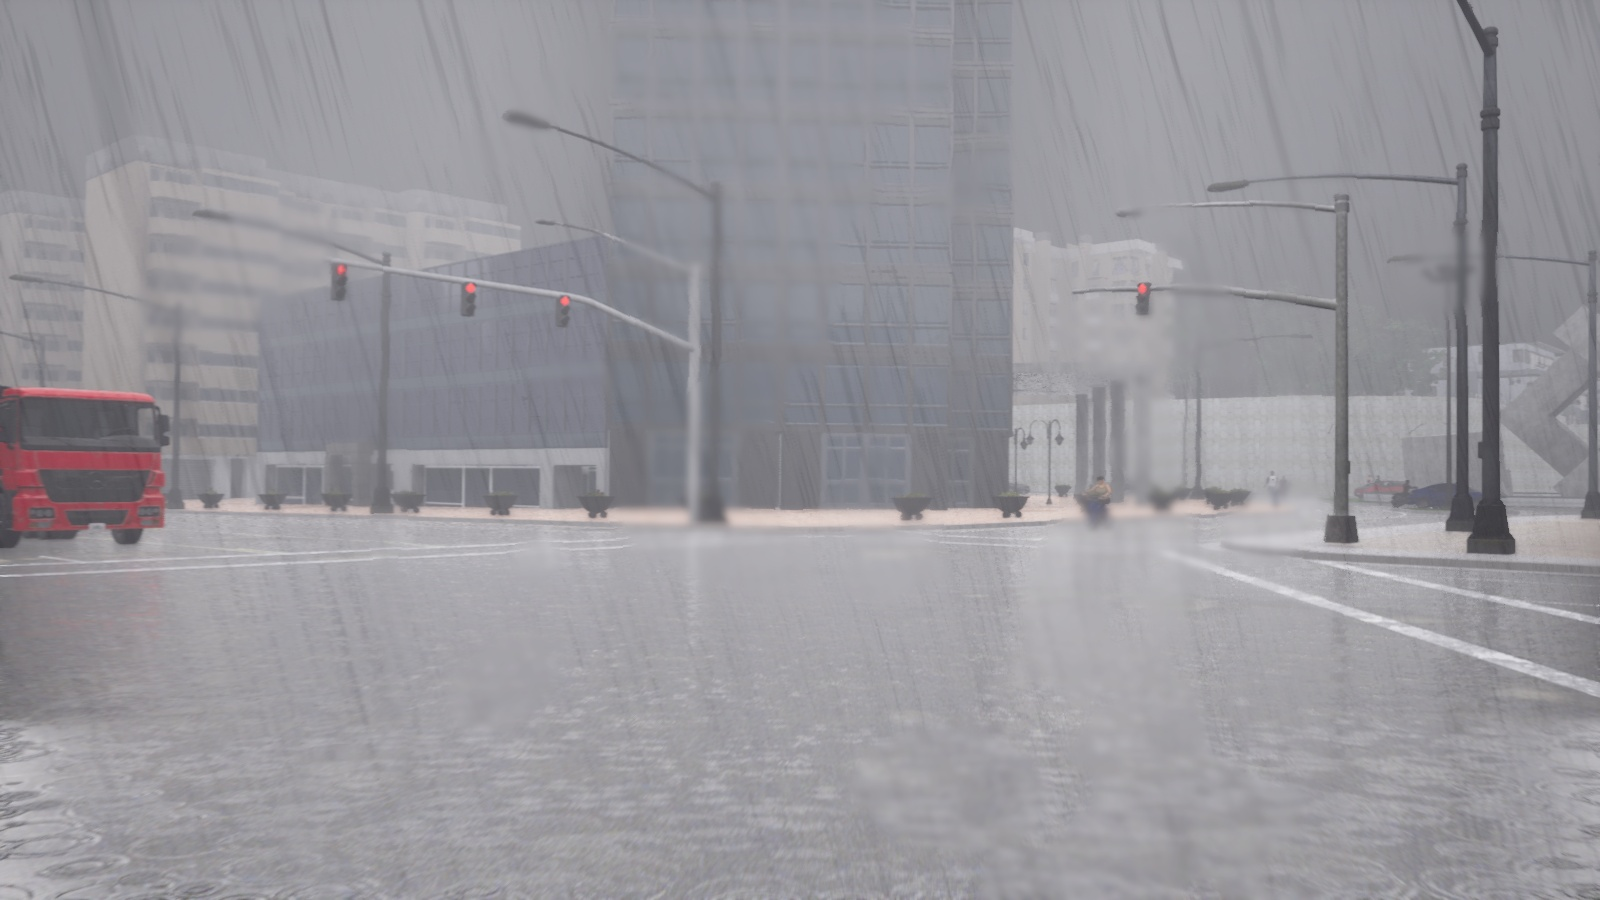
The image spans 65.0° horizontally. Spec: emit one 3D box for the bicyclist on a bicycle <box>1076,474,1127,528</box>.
[{"bbox_3d":[9.101,1.520,37.869,0.866,1.612,1.509,-1,-2,42],"label":"bicyclist on a bicycle"}]

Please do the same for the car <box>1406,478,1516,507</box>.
[{"bbox_3d":[34.051,2.150,64.775,1.812,1.442,4.674,1,-1,-38],"label":"car"}]

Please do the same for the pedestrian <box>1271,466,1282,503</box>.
[{"bbox_3d":[23.790,1.734,62.690,0.354,1.836,0.706,0,-1,8],"label":"pedestrian"}]

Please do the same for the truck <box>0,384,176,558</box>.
[{"bbox_3d":[-17.456,0.527,28.761,7.936,3.462,2.891,-2,-2,42],"label":"truck"}]

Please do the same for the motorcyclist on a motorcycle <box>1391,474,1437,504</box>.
[{"bbox_3d":[34.398,2.185,70.357,0.766,1.649,2.350,1,-1,-27],"label":"motorcyclist on a motorcycle"}]
